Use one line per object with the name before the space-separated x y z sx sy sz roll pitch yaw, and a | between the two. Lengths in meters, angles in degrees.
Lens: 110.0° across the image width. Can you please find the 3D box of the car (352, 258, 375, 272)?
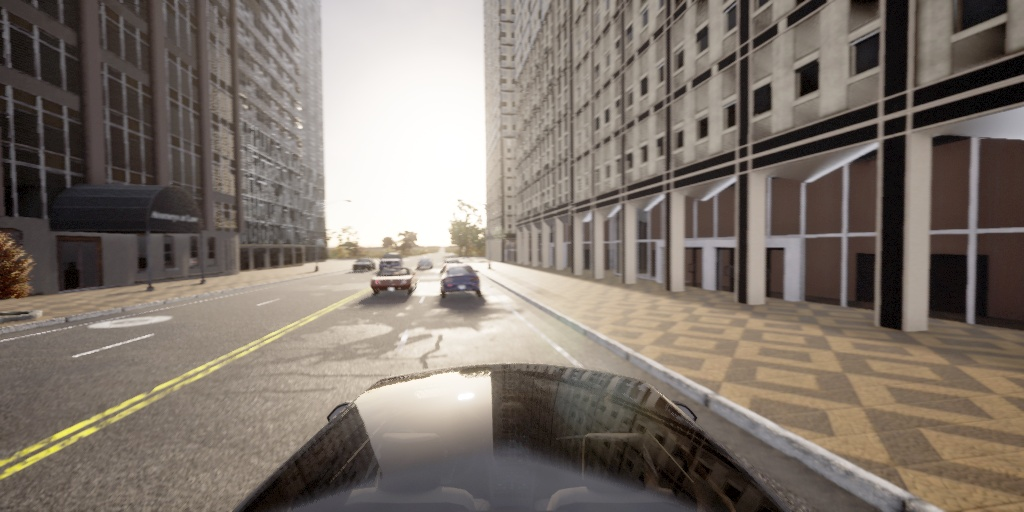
car | -17.198 0.991 41.837 1.882 1.535 5.008 -1 1 -10

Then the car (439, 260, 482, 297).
car | -2.564 1.128 17.661 1.812 1.442 4.674 -1 1 -10

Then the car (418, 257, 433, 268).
car | -11.470 0.891 47.525 1.812 1.442 4.674 -1 1 -11

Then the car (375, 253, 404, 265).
car | -13.796 0.692 41.295 2.150 2.045 5.566 -1 1 -10

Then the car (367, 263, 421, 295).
car | -6.093 1.235 19.042 1.895 1.301 4.718 -1 1 -11
